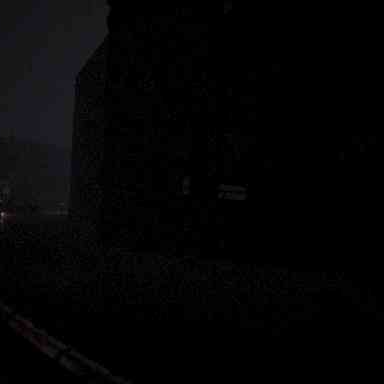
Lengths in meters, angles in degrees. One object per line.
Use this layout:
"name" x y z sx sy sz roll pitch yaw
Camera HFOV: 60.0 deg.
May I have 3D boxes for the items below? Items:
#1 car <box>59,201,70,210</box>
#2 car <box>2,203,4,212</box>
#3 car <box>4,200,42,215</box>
"car" -18.624 2.138 51.765 2.128 1.511 4.902 4 -1 11
"car" -23.297 1.682 41.816 1.812 1.442 4.674 4 -1 4
"car" -19.802 1.840 39.856 1.882 1.535 5.008 4 -1 3
